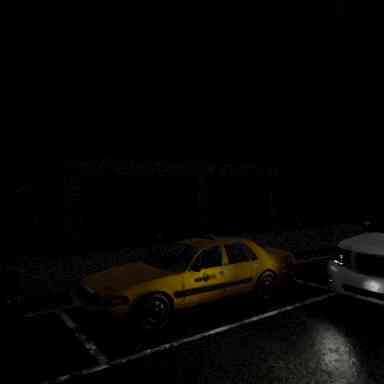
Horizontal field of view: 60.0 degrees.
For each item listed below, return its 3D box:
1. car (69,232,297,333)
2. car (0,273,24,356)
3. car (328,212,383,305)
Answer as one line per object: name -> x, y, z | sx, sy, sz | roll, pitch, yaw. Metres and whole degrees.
car -> 0.102, 1.524, 6.738 | 4.829, 1.417, 1.752 | 0, -1, -36
car -> -4.239, 1.566, 3.635 | 4.313, 1.339, 1.947 | 0, -1, -36
car -> 5.283, 1.219, 7.156 | 5.566, 2.045, 2.150 | 0, 0, -36
